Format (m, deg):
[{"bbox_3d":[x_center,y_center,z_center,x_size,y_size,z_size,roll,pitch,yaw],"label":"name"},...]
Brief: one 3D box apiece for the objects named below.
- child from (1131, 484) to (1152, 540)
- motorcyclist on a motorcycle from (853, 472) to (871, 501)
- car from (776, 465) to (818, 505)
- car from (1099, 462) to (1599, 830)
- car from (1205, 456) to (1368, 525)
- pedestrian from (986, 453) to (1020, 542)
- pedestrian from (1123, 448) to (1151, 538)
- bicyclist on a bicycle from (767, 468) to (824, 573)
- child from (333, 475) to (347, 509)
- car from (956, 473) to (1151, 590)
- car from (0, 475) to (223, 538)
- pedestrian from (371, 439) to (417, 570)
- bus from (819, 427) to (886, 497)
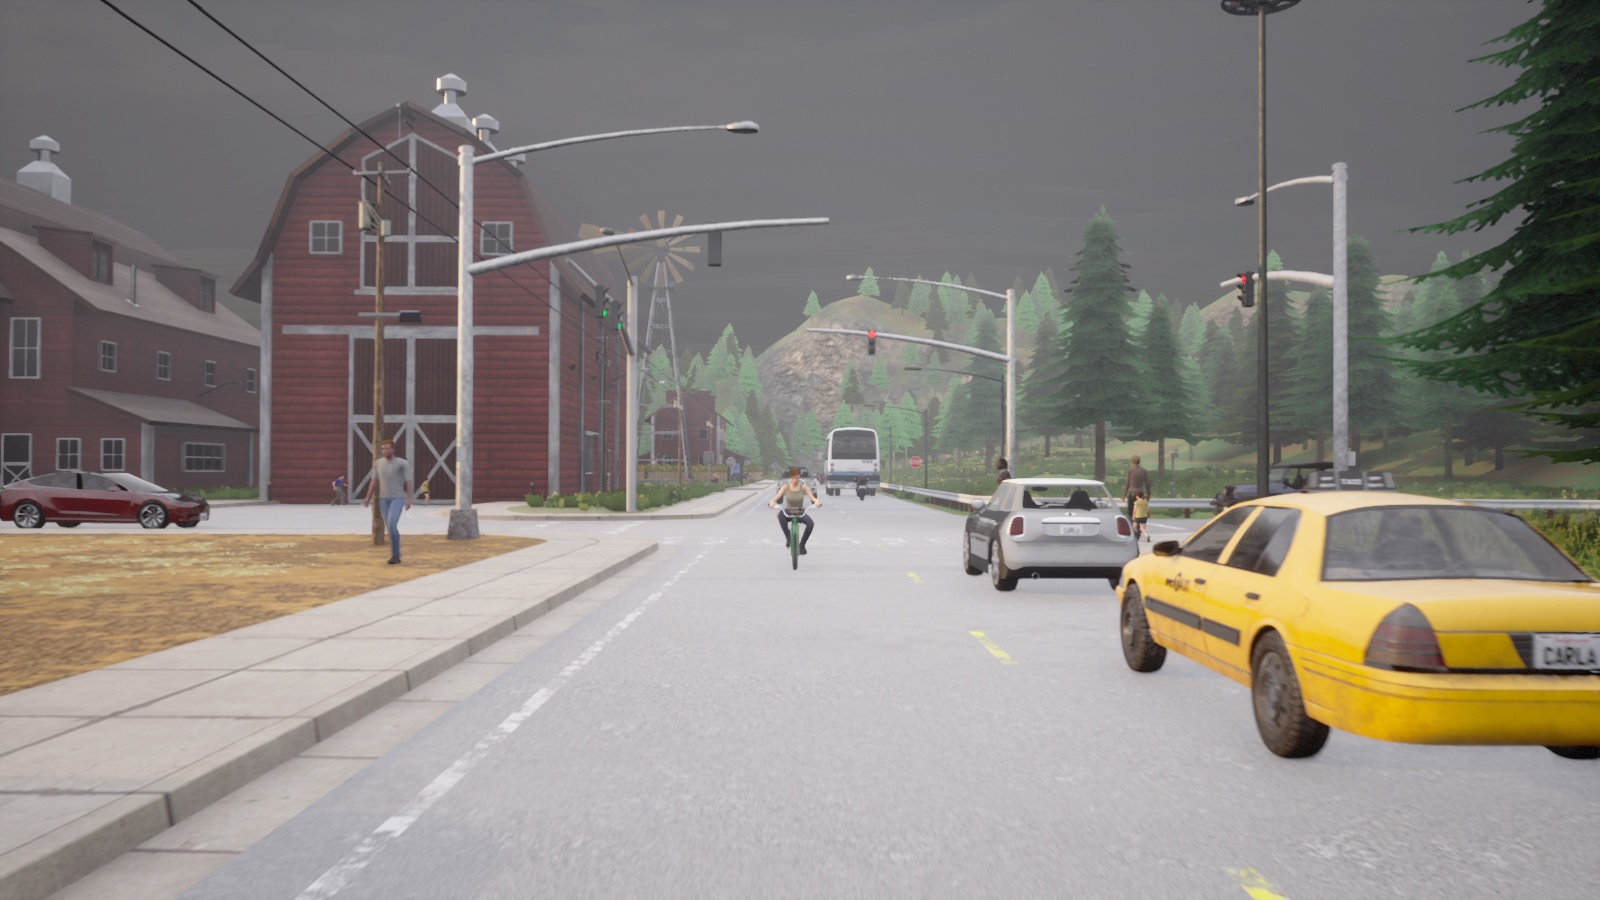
[{"bbox_3d":[6.903,1.252,25.389,0.255,1.110,0.394,0,-1,-11],"label":"child"},{"bbox_3d":[3.335,1.984,67.918,0.866,1.530,2.191,0,-1,0],"label":"motorcyclist on a motorcycle"},{"bbox_3d":[-0.147,1.650,60.199,1.932,1.855,4.605,0,-1,0],"label":"car"},{"bbox_3d":[3.480,0.878,8.090,1.801,1.575,5.366,0,-1,0],"label":"car"},{"bbox_3d":[13.775,1.132,35.680,3.866,1.878,1.905,0,-1,-1],"label":"car"},{"bbox_3d":[4.422,1.036,27.349,0.666,1.930,0.402,0,-1,2],"label":"pedestrian"},{"bbox_3d":[6.985,0.882,26.061,0.331,1.846,0.634,0,-1,-8],"label":"pedestrian"},{"bbox_3d":[-0.070,1.091,20.094,0.866,1.612,1.509,0,-1,0],"label":"bicyclist on a bicycle"},{"bbox_3d":[-17.161,1.570,46.834,0.437,1.263,0.270,0,-1,-1],"label":"child"},{"bbox_3d":[3.457,1.068,17.860,1.970,1.475,3.806,0,-1,0],"label":"car"},{"bbox_3d":[-17.390,1.388,31.534,4.792,1.488,2.163,0,-1,-1],"label":"car"},{"bbox_3d":[-5.816,0.769,18.012,0.354,1.836,0.706,0,-1,9],"label":"pedestrian"},{"bbox_3d":[3.294,0.820,82.509,3.944,4.253,10.273,0,-1,0],"label":"bus"}]
